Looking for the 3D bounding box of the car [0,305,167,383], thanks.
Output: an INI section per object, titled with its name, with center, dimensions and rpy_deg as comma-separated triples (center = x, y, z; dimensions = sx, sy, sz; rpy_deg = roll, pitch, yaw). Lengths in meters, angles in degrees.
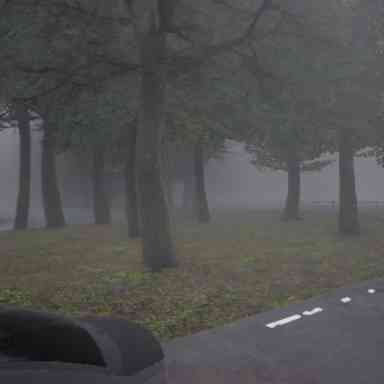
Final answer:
[car]
center = -2.322, 1.505, 1.411
dimensions = 4.892, 1.490, 1.837
rpy_deg = 0, 0, -35
